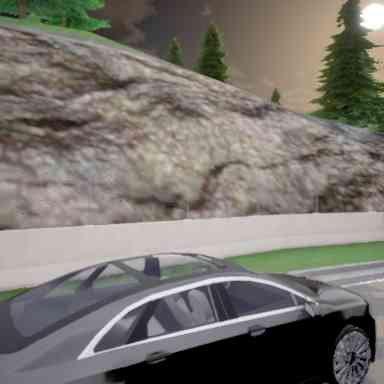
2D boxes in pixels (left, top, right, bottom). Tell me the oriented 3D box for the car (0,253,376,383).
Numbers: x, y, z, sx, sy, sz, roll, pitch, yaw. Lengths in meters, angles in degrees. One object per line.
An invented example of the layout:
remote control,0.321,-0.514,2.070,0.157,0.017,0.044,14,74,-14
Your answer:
car,0.071,1.464,3.674,4.902,1.511,2.128,0,0,-33
